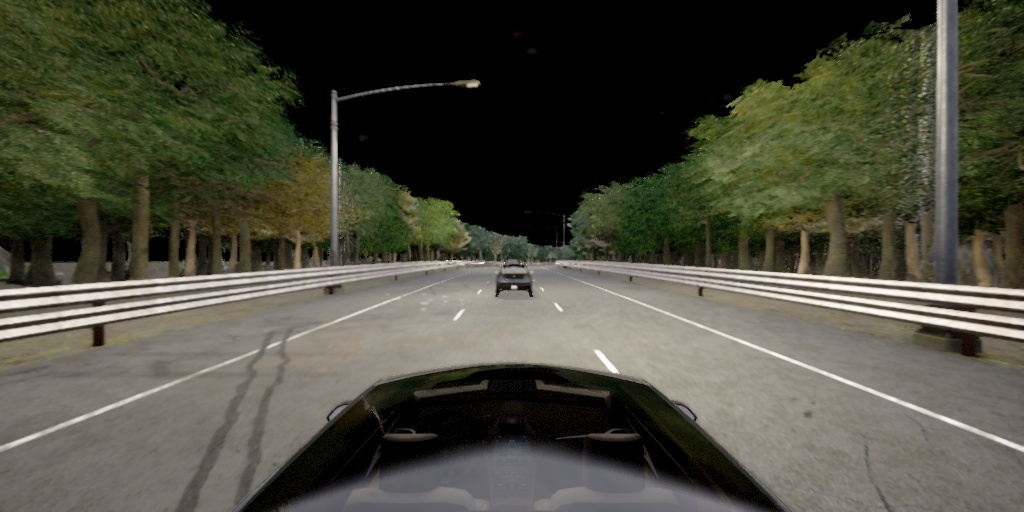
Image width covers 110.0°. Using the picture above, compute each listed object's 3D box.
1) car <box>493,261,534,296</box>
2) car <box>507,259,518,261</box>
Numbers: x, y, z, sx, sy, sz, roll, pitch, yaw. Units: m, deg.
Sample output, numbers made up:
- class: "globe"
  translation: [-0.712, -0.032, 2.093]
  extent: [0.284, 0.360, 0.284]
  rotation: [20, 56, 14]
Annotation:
- class: "car"
  translation: [0.100, 1.177, 18.794]
  extent: [1.837, 1.490, 4.892]
  rotation: [0, 0, 0]
- class: "car"
  translation: [0.113, 1.150, 49.197]
  extent: [2.097, 1.767, 4.553]
  rotation: [0, -1, 1]
